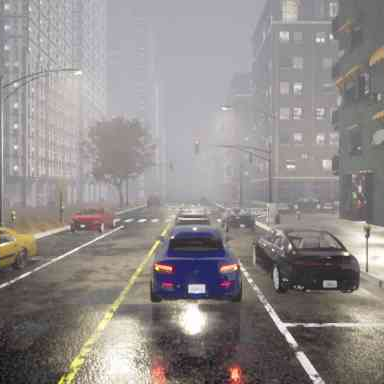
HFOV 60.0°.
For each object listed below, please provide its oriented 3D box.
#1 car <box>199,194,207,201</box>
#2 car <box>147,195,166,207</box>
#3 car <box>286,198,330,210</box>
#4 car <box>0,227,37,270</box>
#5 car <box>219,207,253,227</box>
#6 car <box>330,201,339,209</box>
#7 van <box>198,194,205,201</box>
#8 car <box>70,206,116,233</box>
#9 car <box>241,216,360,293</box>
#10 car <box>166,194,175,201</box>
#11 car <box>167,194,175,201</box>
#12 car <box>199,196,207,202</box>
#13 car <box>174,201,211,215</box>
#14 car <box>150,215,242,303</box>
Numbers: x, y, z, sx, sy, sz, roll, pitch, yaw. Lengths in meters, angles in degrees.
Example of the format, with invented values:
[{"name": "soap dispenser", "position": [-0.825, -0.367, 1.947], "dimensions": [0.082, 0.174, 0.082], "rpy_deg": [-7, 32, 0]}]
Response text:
[{"name": "car", "position": [2.517, 1.625, 74.175], "dimensions": [1.947, 1.339, 4.313], "rpy_deg": [0, 0, 0]}, {"name": "car", "position": [-5.812, 1.346, 52.065], "dimensions": [2.192, 1.841, 5.009], "rpy_deg": [0, 0, 0]}, {"name": "car", "position": [13.336, 1.357, 39.128], "dimensions": [4.403, 1.369, 2.008], "rpy_deg": [-1, 1, -1]}, {"name": "car", "position": [-5.708, 1.526, 8.441], "dimensions": [1.752, 1.417, 4.829], "rpy_deg": [0, 0, 0]}, {"name": "car", "position": [2.645, 1.554, 19.696], "dimensions": [2.008, 1.369, 4.403], "rpy_deg": [0, 0, 0]}, {"name": "car", "position": [18.733, 1.257, 39.195], "dimensions": [4.829, 1.417, 1.752], "rpy_deg": [-1, 1, -1]}, {"name": "van", "position": [2.490, 1.419, 85.222], "dimensions": [1.690, 1.788, 3.998], "rpy_deg": [0, 0, 0]}, {"name": "car", "position": [-5.735, 1.548, 19.677], "dimensions": [1.887, 1.381, 4.507], "rpy_deg": [0, 0, 0]}, {"name": "car", "position": [2.672, 1.551, 8.630], "dimensions": [2.008, 1.369, 4.403], "rpy_deg": [0, 0, 0]}, {"name": "car", "position": [-5.904, 1.404, 90.724], "dimensions": [2.192, 1.841, 5.009], "rpy_deg": [0, 0, 0]}, {"name": "car", "position": [-5.890, 1.644, 85.202], "dimensions": [1.947, 1.339, 4.313], "rpy_deg": [0, 0, 0]}, {"name": "car", "position": [2.503, 1.594, 79.868], "dimensions": [1.752, 1.417, 4.829], "rpy_deg": [0, 0, 0]}, {"name": "car", "position": [0.038, 1.494, 18.211], "dimensions": [2.128, 1.511, 4.902], "rpy_deg": [0, 0, 0]}, {"name": "car", "position": [0.074, 1.526, 8.108], "dimensions": [1.812, 1.442, 4.674], "rpy_deg": [0, 0, 0]}]
